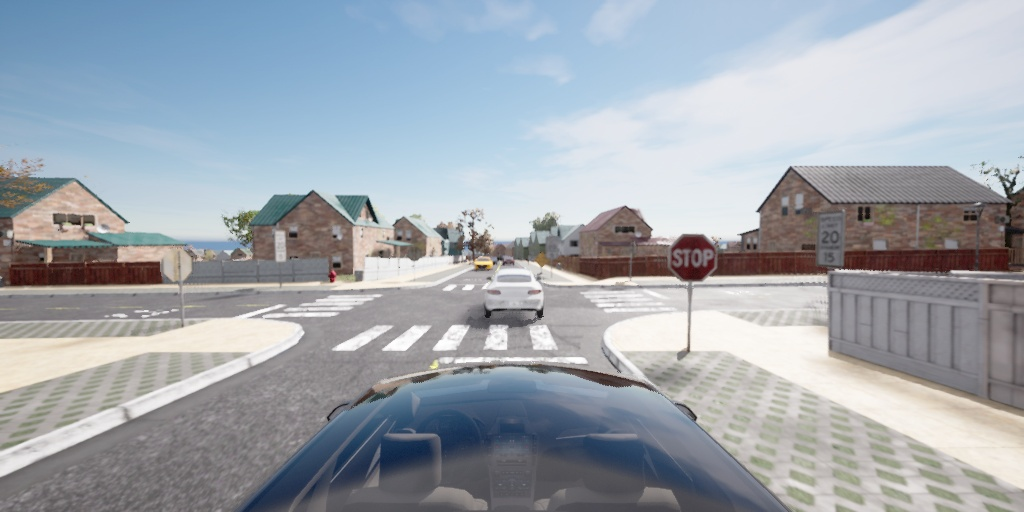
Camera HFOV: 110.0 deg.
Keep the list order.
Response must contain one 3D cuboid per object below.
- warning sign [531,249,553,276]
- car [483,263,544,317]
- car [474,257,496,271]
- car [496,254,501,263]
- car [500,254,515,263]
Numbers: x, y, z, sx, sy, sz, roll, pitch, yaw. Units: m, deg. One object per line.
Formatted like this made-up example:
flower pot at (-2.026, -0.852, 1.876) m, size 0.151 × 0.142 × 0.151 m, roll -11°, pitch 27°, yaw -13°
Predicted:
warning sign at (2.370, 0.581, 28.786) m, size 1.300 × 1.860 × 1.060 m, roll 0°, pitch 0°, yaw -1°
car at (0.072, 1.153, 12.492) m, size 1.812 × 1.442 × 4.674 m, roll 0°, pitch 1°, yaw 0°
car at (-3.157, 0.851, 40.203) m, size 1.882 × 1.535 × 5.008 m, roll 0°, pitch 1°, yaw 0°
car at (-3.383, 0.803, 62.023) m, size 2.033 × 1.411 × 5.357 m, roll 0°, pitch 0°, yaw -1°
car at (-0.521, 0.795, 58.073) m, size 1.812 × 1.442 × 4.674 m, roll 0°, pitch 0°, yaw 0°
